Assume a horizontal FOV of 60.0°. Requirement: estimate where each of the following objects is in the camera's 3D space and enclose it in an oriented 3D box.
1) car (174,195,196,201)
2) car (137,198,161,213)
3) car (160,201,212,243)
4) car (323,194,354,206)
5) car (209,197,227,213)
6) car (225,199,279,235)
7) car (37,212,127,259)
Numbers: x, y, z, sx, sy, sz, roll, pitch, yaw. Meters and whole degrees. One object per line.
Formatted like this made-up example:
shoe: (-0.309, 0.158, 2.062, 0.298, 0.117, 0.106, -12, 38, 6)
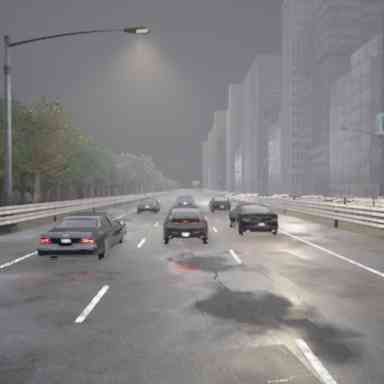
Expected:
car: (-0.665, 1.108, 32.086, 2.097, 1.767, 4.553, 0, 1, -1)
car: (-4.182, 1.316, 32.770, 1.994, 1.385, 4.181, 0, 0, -1)
car: (-0.296, 1.384, 15.430, 1.837, 1.490, 4.892, 0, 0, -1)
car: (21.042, 1.131, 47.921, 2.097, 1.767, 4.553, 0, 1, -19)
car: (2.798, 1.218, 33.781, 1.882, 1.535, 5.008, 0, 0, -1)
car: (3.153, 1.336, 17.785, 1.882, 1.535, 5.008, 0, 0, -1)
car: (-3.725, 1.454, 12.183, 2.033, 1.411, 5.357, 0, 0, -1)
